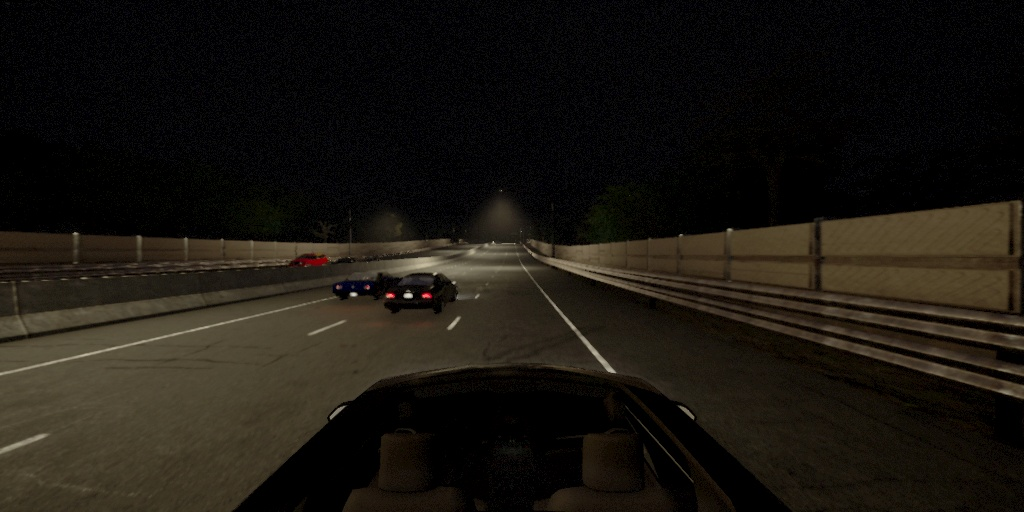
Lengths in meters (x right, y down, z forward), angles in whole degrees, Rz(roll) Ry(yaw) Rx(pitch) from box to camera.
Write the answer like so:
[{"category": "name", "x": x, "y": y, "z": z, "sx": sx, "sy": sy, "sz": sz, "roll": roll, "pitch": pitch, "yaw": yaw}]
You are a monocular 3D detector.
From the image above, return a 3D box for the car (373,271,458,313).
[{"category": "car", "x": -3.404, "y": 1.343, "z": 14.264, "sx": 2.033, "sy": 1.411, "sz": 5.357, "roll": 0, "pitch": 0, "yaw": 0}]

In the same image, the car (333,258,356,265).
[{"category": "car", "x": -21.069, "y": 0.977, "z": 45.414, "sx": 1.837, "sy": 1.490, "sz": 4.892, "roll": 0, "pitch": 1, "yaw": 0}]

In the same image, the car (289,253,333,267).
[{"category": "car", "x": -24.571, "y": 0.718, "z": 43.601, "sx": 2.150, "sy": 2.045, "sz": 5.566, "roll": 0, "pitch": 1, "yaw": 0}]

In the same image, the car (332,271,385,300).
[{"category": "car", "x": -6.906, "y": 1.387, "z": 17.864, "sx": 1.895, "sy": 1.301, "sz": 4.718, "roll": 0, "pitch": 0, "yaw": 0}]

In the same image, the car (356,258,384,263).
[{"category": "car", "x": -17.573, "y": 0.976, "z": 45.542, "sx": 1.837, "sy": 1.490, "sz": 4.892, "roll": 0, "pitch": 1, "yaw": 0}]
